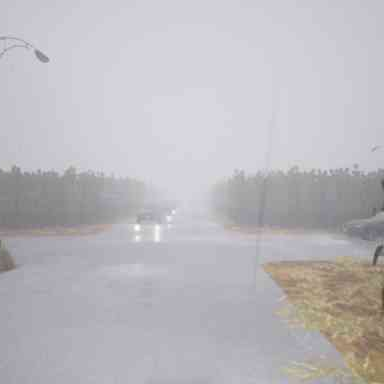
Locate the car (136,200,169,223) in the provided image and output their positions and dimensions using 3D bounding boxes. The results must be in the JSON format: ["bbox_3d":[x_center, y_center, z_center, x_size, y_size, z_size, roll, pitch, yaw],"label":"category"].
[{"bbox_3d":[-3.216,1.641,26.860,1.837,1.490,4.892,0,-1,2],"label":"car"}]

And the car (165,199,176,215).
[{"bbox_3d":[-3.152,1.643,36.438,1.882,1.535,5.008,0,0,0],"label":"car"}]

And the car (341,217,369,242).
[{"bbox_3d":[9.829,1.617,16.343,4.674,1.442,1.812,0,0,0],"label":"car"}]

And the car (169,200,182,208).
[{"bbox_3d":[-3.034,2.163,61.990,2.033,1.411,5.357,0,-1,1],"label":"car"}]

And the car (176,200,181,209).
[{"bbox_3d":[-3.130,1.750,46.963,2.128,1.511,4.902,0,-1,0],"label":"car"}]

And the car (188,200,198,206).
[{"bbox_3d":[0.186,2.336,69.474,1.895,1.301,4.718,0,-1,0],"label":"car"}]
